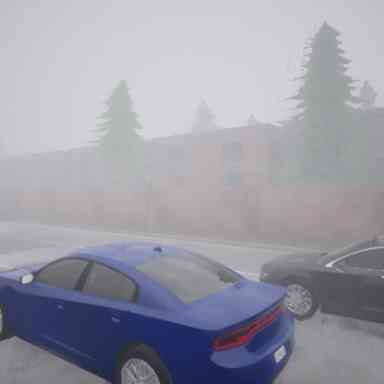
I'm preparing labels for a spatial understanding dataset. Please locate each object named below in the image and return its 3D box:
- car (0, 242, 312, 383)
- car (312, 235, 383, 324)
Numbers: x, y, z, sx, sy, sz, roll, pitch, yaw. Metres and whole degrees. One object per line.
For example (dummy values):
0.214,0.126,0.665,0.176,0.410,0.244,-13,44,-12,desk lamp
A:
-1.123,1.482,4.820,5.008,1.535,1.882,0,0,35,car
3.578,1.518,5.774,4.892,1.490,1.837,0,0,35,car
